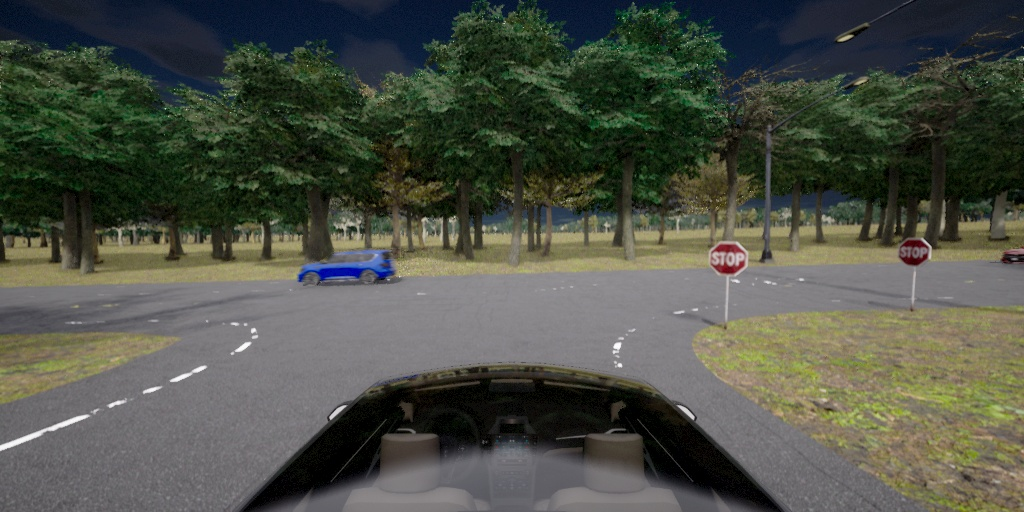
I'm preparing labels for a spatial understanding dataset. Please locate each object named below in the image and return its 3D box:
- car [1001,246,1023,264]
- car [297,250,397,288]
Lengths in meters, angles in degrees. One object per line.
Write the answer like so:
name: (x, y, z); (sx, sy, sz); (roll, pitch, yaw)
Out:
car: (33.295, -0.208, 21.964); (5.008, 1.535, 1.882); (-3, 4, 0)
car: (-9.919, 0.734, 21.834); (5.566, 2.045, 2.150); (-2, 4, -1)
